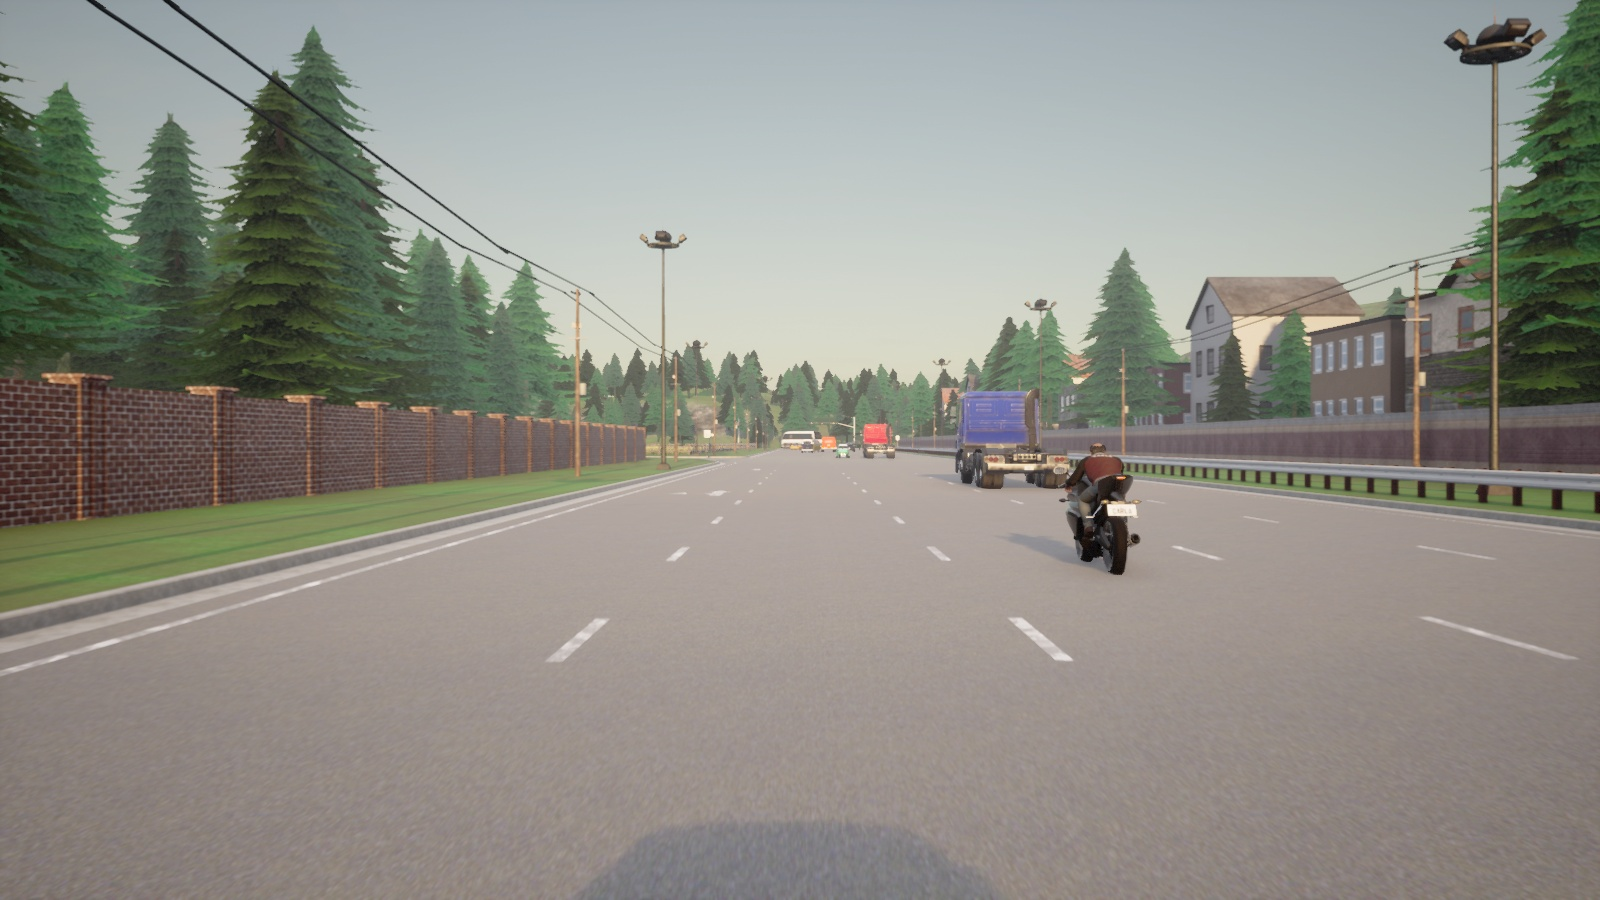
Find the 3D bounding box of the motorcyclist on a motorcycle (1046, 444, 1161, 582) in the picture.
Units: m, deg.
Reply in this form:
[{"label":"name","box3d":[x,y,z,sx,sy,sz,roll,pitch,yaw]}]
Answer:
[{"label":"motorcyclist on a motorcycle","box3d":[3.602,0.699,15.123,0.866,1.530,2.191,0,0,0]}]

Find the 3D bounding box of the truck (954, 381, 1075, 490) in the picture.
[{"label":"truck","box3d":[7.266,-0.476,43.700,2.891,3.462,7.936,0,0,0]}]
